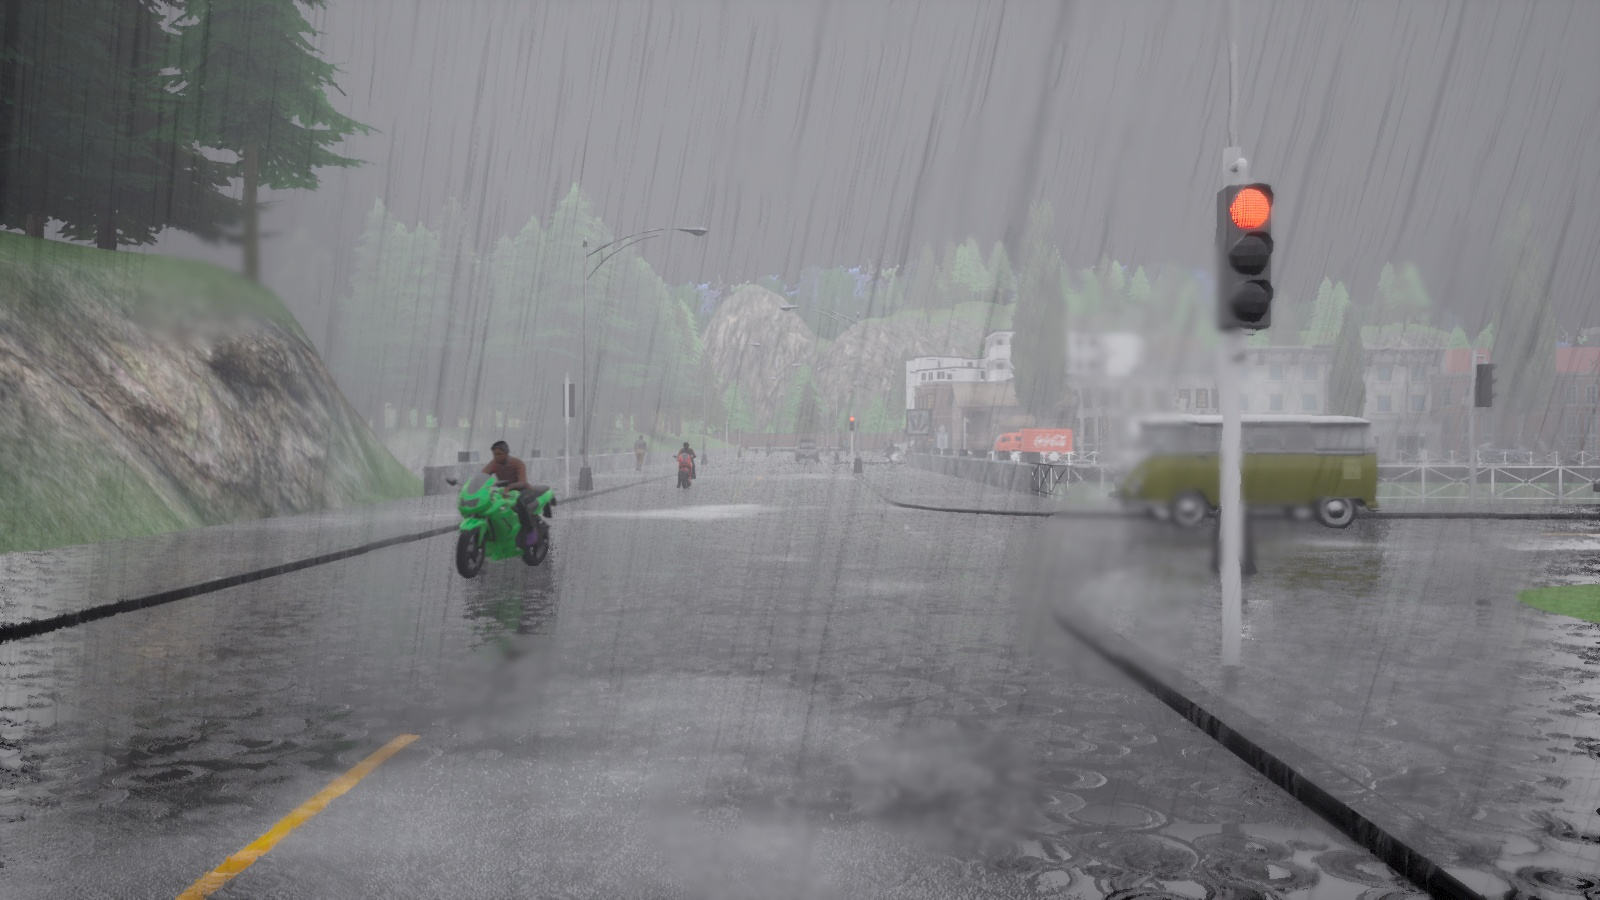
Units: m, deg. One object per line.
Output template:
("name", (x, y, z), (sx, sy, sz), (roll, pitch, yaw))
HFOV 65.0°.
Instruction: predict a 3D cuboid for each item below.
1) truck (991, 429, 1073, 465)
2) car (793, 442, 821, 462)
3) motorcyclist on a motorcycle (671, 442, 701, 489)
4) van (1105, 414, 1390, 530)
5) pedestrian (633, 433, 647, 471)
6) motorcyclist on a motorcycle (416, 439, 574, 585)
("truck", (16.215, -0.224, 88.001), (5.204, 2.467, 2.627), (0, 0, 0))
("car", (0.537, 0.144, 99.146), (2.128, 1.511, 4.902), (0, 0, -1))
("motorcyclist on a motorcycle", (-3.751, 0.491, 41.501), (0.797, 1.523, 2.044), (0, 0, 0))
("van", (7.879, 0.379, 22.377), (4.442, 1.987, 1.775), (0, 0, 0))
("pedestrian", (-7.867, 0.101, 61.795), (0.540, 1.848, 0.694), (0, 0, 3))
("motorcyclist on a motorcycle", (-3.434, 0.645, 14.363), (0.797, 1.523, 2.044), (2, 1, 17))
